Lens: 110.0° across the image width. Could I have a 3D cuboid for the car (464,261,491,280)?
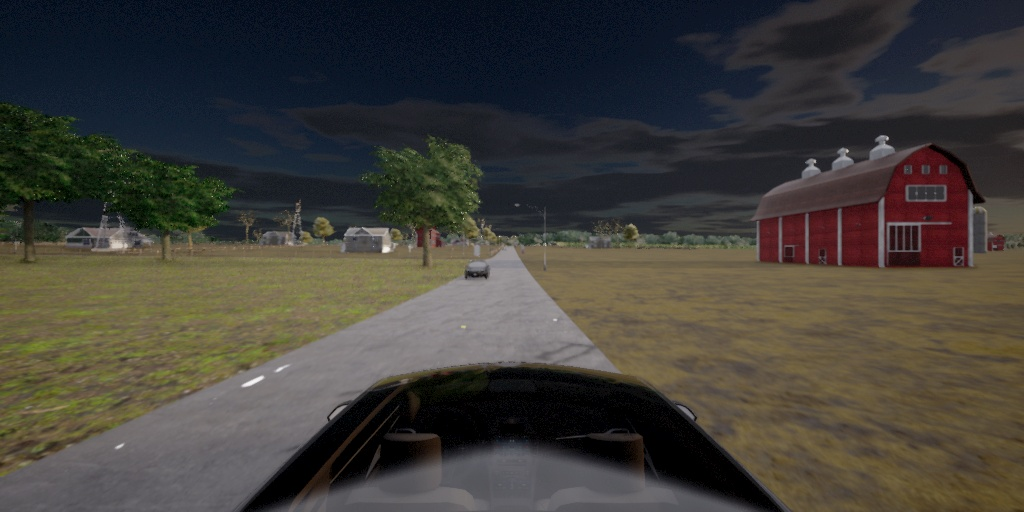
[{"bbox_3d":[-2.867,1.139,30.415,1.882,1.535,5.008,0,1,0],"label":"car"}]
